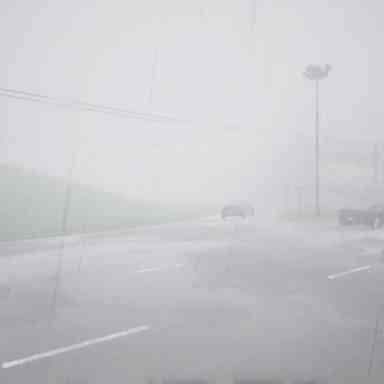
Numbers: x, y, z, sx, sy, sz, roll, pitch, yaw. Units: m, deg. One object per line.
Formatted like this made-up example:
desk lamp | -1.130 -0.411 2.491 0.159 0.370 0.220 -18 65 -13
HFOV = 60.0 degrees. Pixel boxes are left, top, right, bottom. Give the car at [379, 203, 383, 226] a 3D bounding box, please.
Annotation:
car | 11.434 1.220 16.208 4.553 1.767 2.097 0 0 -36

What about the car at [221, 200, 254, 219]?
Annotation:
car | 3.768 1.393 27.162 1.812 1.442 4.674 0 0 24

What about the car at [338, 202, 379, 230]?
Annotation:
car | 10.890 1.333 20.119 5.008 1.535 1.882 -1 0 -36
